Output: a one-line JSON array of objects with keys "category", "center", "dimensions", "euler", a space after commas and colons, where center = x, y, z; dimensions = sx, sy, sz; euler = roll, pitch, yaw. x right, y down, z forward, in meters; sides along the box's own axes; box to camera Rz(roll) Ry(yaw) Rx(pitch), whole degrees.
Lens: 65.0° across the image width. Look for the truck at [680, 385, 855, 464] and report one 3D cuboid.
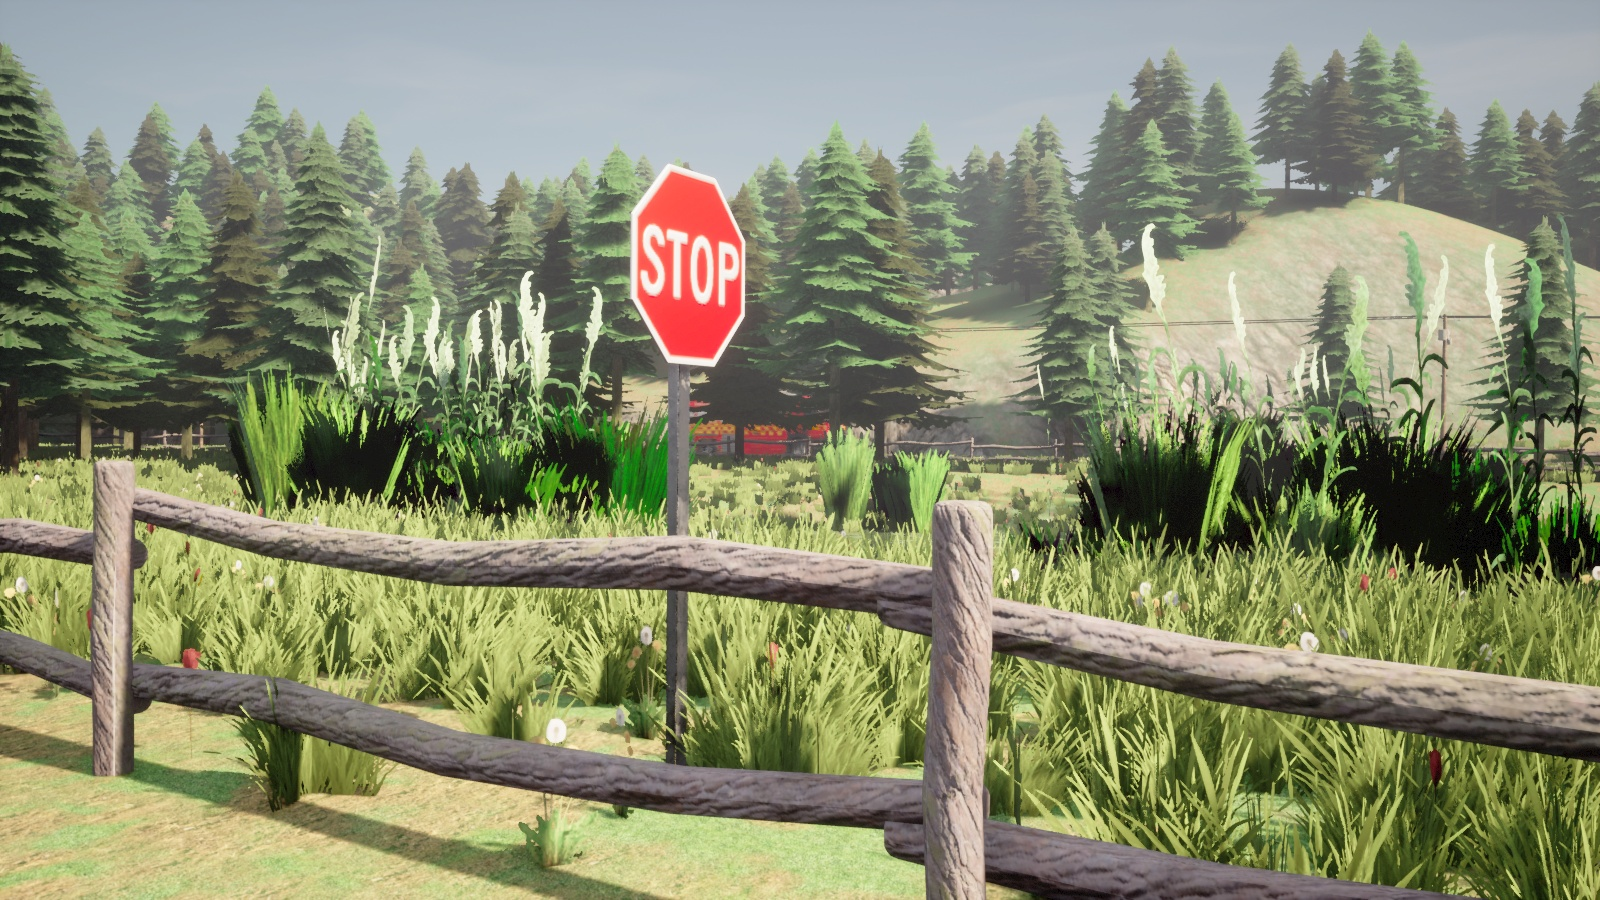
[{"category": "truck", "center": [-1.652, -1.261, 64.258], "dimensions": [8.468, 3.827, 2.891], "euler": [0, 1, 19]}]
